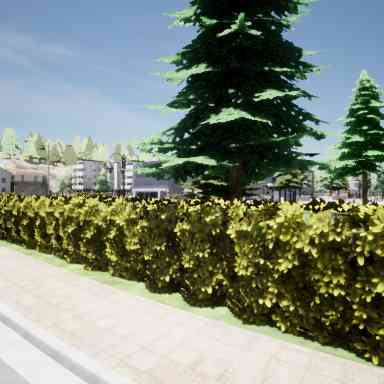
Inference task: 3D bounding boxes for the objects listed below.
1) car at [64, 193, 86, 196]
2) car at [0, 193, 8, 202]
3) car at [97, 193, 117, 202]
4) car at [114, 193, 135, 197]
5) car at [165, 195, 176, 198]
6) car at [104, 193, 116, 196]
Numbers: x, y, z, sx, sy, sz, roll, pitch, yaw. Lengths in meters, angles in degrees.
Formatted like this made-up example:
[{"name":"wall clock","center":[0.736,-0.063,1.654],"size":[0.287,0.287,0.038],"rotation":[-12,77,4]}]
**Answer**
[{"name":"car","center":[-27.331,1.153,80.428],"size":[2.152,1.636,5.027],"rotation":[0,0,44]},{"name":"car","center":[-41.776,1.097,70.259],"size":[1.932,1.855,4.605],"rotation":[0,0,44]},{"name":"car","center":[-18.225,1.077,71.441],"size":[1.905,1.878,3.866],"rotation":[0,0,44]},{"name":"car","center":[-10.069,1.384,53.354],"size":[1.970,1.475,3.806],"rotation":[0,0,44]},{"name":"car","center":[-1.927,1.221,37.446],"size":[2.150,2.045,5.566],"rotation":[0,0,44]},{"name":"car","center":[-15.867,1.097,69.694],"size":[1.932,1.855,4.605],"rotation":[0,0,44]}]
